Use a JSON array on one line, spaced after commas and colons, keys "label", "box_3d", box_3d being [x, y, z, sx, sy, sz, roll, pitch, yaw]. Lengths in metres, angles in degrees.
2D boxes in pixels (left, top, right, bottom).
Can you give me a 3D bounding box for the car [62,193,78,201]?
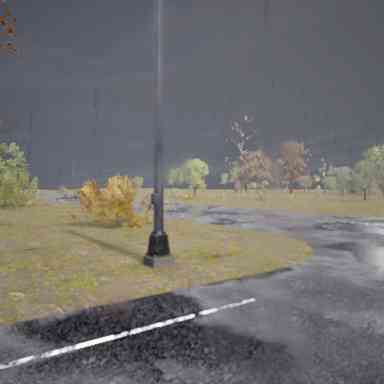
[{"label": "car", "box_3d": [-22.951, 0.851, 62.346, 2.033, 1.411, 5.357, -1, 1, -34]}]
